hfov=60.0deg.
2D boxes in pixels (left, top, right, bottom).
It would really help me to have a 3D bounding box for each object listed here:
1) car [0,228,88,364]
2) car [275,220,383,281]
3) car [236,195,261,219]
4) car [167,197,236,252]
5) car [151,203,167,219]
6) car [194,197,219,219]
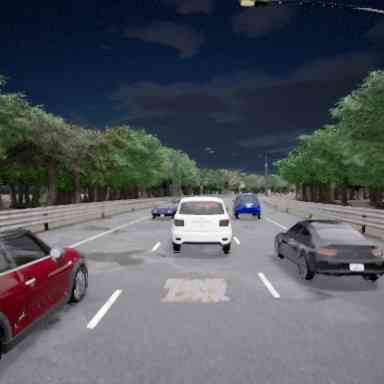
[{"bbox_3d":[-3.313,1.352,5.346,2.097,1.767,4.553,0,0,1],"label":"car"},{"bbox_3d":[3.774,1.537,9.805,1.812,1.442,4.674,0,0,1],"label":"car"},{"bbox_3d":[4.832,1.250,29.773,2.150,2.045,5.566,0,0,4],"label":"car"},{"bbox_3d":[0.407,1.234,14.051,2.150,2.045,5.566,0,0,2],"label":"car"},{"bbox_3d":[-2.230,1.623,29.228,1.895,1.301,4.718,0,0,4],"label":"car"},{"bbox_3d":[1.390,1.378,30.468,2.097,1.767,4.553,0,0,4],"label":"car"}]
